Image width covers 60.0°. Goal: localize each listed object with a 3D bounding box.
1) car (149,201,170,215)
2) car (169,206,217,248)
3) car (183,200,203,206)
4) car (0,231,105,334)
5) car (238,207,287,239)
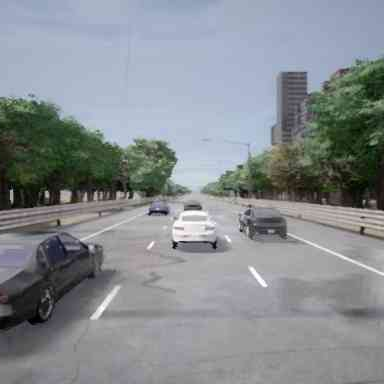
[{"bbox_3d":[-3.392,1.656,35.121,1.994,1.385,4.181,0,0,0],"label":"car"},{"bbox_3d":[0.103,1.554,14.913,1.812,1.442,4.674,0,0,0],"label":"car"},{"bbox_3d":[0.109,1.595,34.588,1.837,1.490,4.892,0,0,0],"label":"car"},{"bbox_3d":[-3.397,1.555,7.094,2.033,1.411,5.357,0,0,0],"label":"car"},{"bbox_3d":[3.605,1.541,17.538,1.837,1.490,4.892,0,0,0],"label":"car"}]
